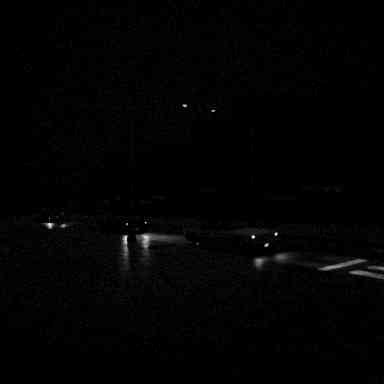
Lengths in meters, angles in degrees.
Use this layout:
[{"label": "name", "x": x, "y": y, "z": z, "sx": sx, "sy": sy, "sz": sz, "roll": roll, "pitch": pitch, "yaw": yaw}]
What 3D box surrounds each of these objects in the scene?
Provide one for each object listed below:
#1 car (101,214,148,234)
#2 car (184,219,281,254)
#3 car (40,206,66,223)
[{"label": "car", "x": -5.114, "y": 2.351, "z": 24.906, "sx": 1.895, "sy": 1.301, "sz": 4.718, "roll": 0, "pitch": -2, "yaw": -36}, {"label": "car", "x": 1.705, "y": 1.939, "z": 15.388, "sx": 1.895, "sy": 1.301, "sz": 4.718, "roll": 0, "pitch": -2, "yaw": -38}, {"label": "car", "x": -18.253, "y": 2.887, "z": 43.415, "sx": 2.150, "sy": 2.045, "sz": 5.566, "roll": 0, "pitch": -2, "yaw": -35}]
